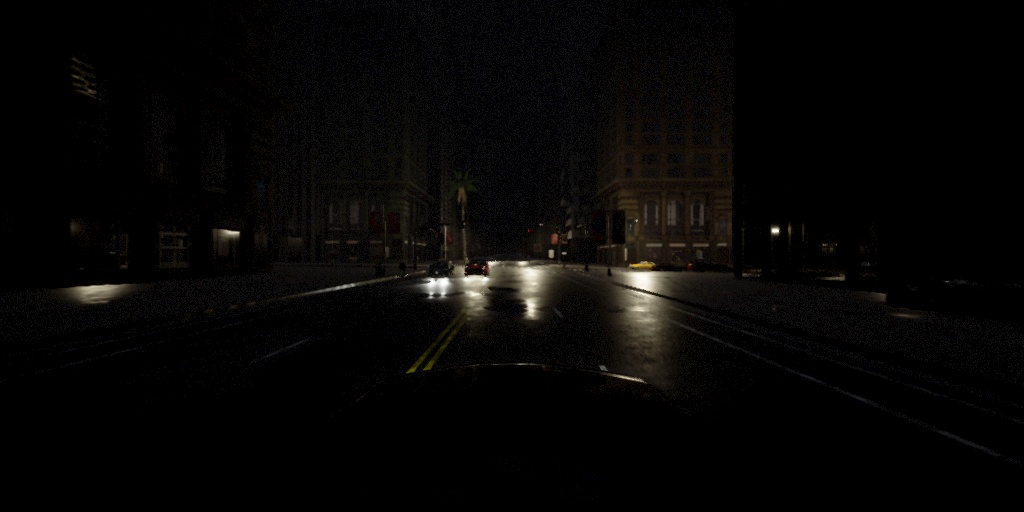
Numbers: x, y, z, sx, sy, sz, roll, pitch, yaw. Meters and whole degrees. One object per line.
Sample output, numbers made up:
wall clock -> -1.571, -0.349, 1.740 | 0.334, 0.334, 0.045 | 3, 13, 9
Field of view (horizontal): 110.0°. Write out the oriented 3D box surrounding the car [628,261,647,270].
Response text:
car -> 20.558, 1.532, 55.747 | 4.829, 1.417, 1.751 | 0, 0, 0

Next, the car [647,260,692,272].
car -> 20.702, 1.535, 47.218 | 4.507, 1.381, 1.888 | 0, 0, 0

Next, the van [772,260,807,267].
van -> 35.964, 1.539, 47.174 | 3.998, 1.789, 1.690 | 0, 0, 0

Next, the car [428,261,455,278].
car -> -6.575, 1.212, 33.898 | 2.128, 1.511, 4.902 | 0, 0, 0

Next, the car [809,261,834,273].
car -> 41.051, 1.582, 47.159 | 5.009, 1.841, 2.192 | 0, 0, 0

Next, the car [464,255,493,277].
car -> -3.322, 1.069, 34.514 | 2.097, 1.767, 4.553 | 0, 0, 0

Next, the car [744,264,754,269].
car -> 30.877, 1.711, 47.189 | 4.207, 1.307, 1.802 | 0, 0, 0

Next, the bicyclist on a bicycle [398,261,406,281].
bicyclist on a bicycle -> -8.658, 1.180, 28.347 | 0.582, 1.620, 1.656 | 0, 0, 1

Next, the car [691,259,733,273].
car -> 25.790, 1.374, 47.204 | 5.009, 1.841, 2.192 | 0, 0, 0
